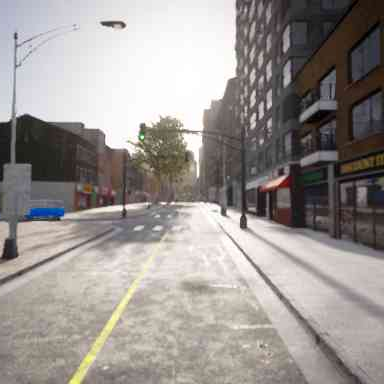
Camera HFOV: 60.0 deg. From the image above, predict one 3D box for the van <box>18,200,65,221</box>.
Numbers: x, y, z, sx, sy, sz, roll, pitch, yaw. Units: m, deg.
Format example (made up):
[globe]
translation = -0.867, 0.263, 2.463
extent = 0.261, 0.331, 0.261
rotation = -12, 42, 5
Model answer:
[van]
translation = -12.929, 1.572, 28.359
extent = 3.998, 1.788, 1.690
rotation = 0, -2, 0
